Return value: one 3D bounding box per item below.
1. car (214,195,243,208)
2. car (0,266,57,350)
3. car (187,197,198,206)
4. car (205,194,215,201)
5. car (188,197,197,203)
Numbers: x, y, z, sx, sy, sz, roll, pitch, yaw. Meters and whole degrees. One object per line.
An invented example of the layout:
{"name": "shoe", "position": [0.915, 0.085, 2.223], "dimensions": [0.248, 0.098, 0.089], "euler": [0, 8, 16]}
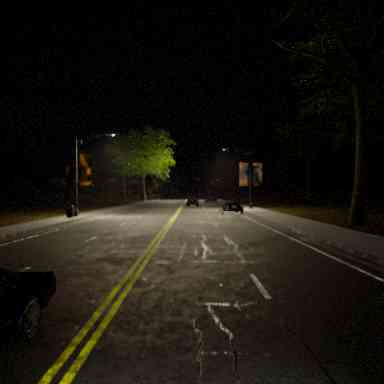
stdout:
{"name": "car", "position": [3.258, 1.197, 28.361], "dimensions": [2.033, 1.411, 5.357], "euler": [0, 0, 0]}
{"name": "car", "position": [-3.348, 1.607, 3.740], "dimensions": [1.895, 1.301, 4.718], "euler": [0, 0, 0]}
{"name": "car", "position": [0.114, 1.618, 56.256], "dimensions": [2.033, 1.411, 5.357], "euler": [0, 0, 0]}
{"name": "car", "position": [3.265, 1.042, 57.351], "dimensions": [2.097, 1.767, 4.553], "euler": [0, 0, 0]}
{"name": "car", "position": [0.020, 1.679, 73.458], "dimensions": [1.895, 1.301, 4.718], "euler": [0, 0, 0]}
